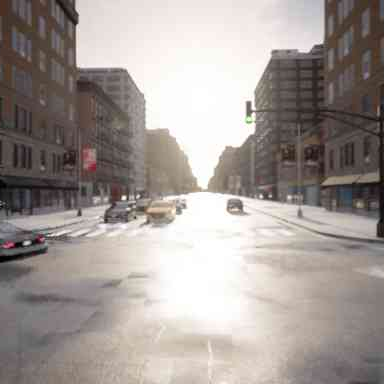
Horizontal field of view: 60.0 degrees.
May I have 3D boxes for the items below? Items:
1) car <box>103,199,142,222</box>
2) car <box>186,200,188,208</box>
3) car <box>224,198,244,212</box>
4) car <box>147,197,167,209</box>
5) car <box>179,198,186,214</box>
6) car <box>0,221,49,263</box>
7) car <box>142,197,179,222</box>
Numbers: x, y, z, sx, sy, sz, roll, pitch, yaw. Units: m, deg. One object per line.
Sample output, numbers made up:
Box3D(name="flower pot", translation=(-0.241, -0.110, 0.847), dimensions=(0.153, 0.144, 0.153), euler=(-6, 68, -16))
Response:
Box3D(name="car", translation=(-5.579, 1.500, 26.428), dimensions=(1.837, 1.490, 4.892), euler=(0, 0, 2))
Box3D(name="car", translation=(-1.543, 1.484, 45.562), dimensions=(2.033, 1.411, 5.357), euler=(0, 0, 2))
Box3D(name="car", translation=(4.794, 1.414, 38.104), dimensions=(1.837, 1.490, 4.892), euler=(0, 0, 2))
Box3D(name="car", translation=(-4.779, 1.447, 46.010), dimensions=(2.128, 1.511, 4.902), euler=(0, 0, 2))
Box3D(name="car", translation=(-2.004, 1.522, 35.022), dimensions=(1.994, 1.385, 4.181), euler=(0, 0, 2))
Box3D(name="car", translation=(-7.266, 1.583, 10.732), dimensions=(5.357, 1.411, 2.033), euler=(0, 0, 20))
Box3D(name="car", translation=(-2.341, 1.453, 26.075), dimensions=(1.882, 1.535, 5.008), euler=(0, 0, 2))
